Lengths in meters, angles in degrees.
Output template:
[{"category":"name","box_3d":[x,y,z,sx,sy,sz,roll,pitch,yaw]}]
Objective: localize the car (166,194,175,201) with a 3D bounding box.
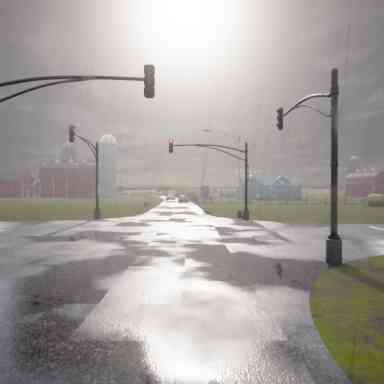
[{"category":"car","box_3d":[-4.735,1.182,73.929,1.812,1.442,4.674,0,0,-3]}]

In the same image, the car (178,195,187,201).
[{"category":"car","box_3d":[-2.361,1.463,79.914,1.837,1.490,4.892,0,0,-4]}]

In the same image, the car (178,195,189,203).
[{"category":"car","box_3d":[-1.747,1.623,69.930,1.895,1.301,4.718,0,0,-3]}]
